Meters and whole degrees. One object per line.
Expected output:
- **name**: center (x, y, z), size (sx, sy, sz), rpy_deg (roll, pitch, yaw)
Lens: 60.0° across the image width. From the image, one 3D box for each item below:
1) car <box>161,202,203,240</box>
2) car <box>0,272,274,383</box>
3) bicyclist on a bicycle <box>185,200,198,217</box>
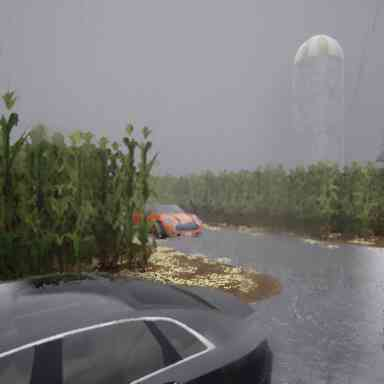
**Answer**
- **car**: center (-1.427, 1.291, 16.660), size (2.097, 1.767, 4.553), rpy_deg (1, 0, -35)
- **car**: center (-1.447, 1.507, 2.274), size (4.892, 1.490, 1.837), rpy_deg (0, 2, -39)
- **bicyclist on a bicycle**: center (0.003, 1.442, 25.886), size (1.656, 1.620, 0.582), rpy_deg (1, 0, -35)
